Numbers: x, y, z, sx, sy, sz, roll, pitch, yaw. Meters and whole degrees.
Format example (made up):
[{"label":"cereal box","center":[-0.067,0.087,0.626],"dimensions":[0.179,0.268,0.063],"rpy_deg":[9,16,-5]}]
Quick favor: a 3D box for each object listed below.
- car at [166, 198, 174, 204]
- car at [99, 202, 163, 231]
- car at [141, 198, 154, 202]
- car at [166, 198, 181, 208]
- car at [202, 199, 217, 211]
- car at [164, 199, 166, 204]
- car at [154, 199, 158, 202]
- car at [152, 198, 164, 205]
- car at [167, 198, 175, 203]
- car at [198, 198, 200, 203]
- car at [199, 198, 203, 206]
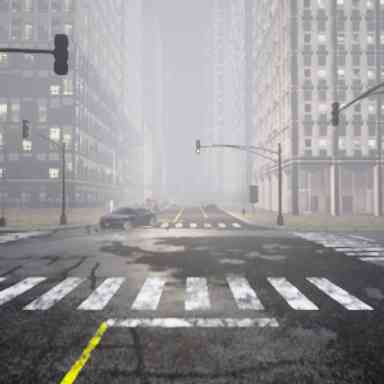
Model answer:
[{"label":"car","center":[-5.683,2.335,86.207],"dimensions":[1.887,1.381,4.507],"rpy_deg":[1,-1,0]},{"label":"car","center":[-4.189,1.716,22.532],"dimensions":[1.882,1.535,5.008],"rpy_deg":[2,1,23]},{"label":"car","center":[-5.677,1.770,36.033],"dimensions":[1.967,1.590,4.097],"rpy_deg":[1,-1,0]},{"label":"car","center":[-3.005,1.945,58.508],"dimensions":[1.882,1.535,5.008],"rpy_deg":[0,-1,0]},{"label":"car","center":[2.699,2.015,47.244],"dimensions":[1.802,1.307,4.206],"rpy_deg":[1,-1,0]},{"label":"car","center":[-5.682,2.232,75.057],"dimensions":[1.887,1.381,4.507],"rpy_deg":[1,-1,0]},{"label":"car","center":[-5.681,1.963,41.607],"dimensions":[1.802,1.307,4.206],"rpy_deg":[1,-1,0]},{"label":"car","center":[-5.675,1.747,47.184],"dimensions":[2.192,1.841,5.009],"rpy_deg":[1,-1,0]},{"label":"car","center":[-5.683,2.392,91.782],"dimensions":[2.008,1.369,4.403],"rpy_deg":[1,-1,0]},{"label":"car","center":[2.699,2.152,63.977],"dimensions":[1.947,1.339,4.313],"rpy_deg":[1,-1,0]},{"label":"car","center":[2.700,2.062,58.570],"dimensions":[1.752,1.417,4.829],"rpy_deg":[1,-1,0]}]
